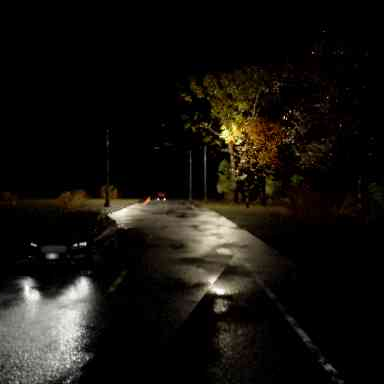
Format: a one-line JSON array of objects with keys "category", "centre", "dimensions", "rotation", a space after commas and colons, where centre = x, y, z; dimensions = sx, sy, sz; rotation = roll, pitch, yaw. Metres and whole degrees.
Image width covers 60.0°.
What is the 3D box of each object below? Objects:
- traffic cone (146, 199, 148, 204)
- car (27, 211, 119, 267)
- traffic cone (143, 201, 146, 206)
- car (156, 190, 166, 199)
[{"category": "traffic cone", "centre": [-6.831, 1.647, 47.753], "dimensions": [0.340, 0.580, 0.340], "rotation": [0, 0, -5]}, {"category": "car", "centre": [-3.754, 1.427, 11.269], "dimensions": [2.128, 1.511, 4.902], "rotation": [0, 0, -1]}, {"category": "traffic cone", "centre": [-6.461, 1.686, 42.790], "dimensions": [0.340, 0.580, 0.340], "rotation": [0, 0, -4]}, {"category": "car", "centre": [-7.765, 0.595, 83.925], "dimensions": [2.150, 2.045, 5.566], "rotation": [0, 1, -8]}]
